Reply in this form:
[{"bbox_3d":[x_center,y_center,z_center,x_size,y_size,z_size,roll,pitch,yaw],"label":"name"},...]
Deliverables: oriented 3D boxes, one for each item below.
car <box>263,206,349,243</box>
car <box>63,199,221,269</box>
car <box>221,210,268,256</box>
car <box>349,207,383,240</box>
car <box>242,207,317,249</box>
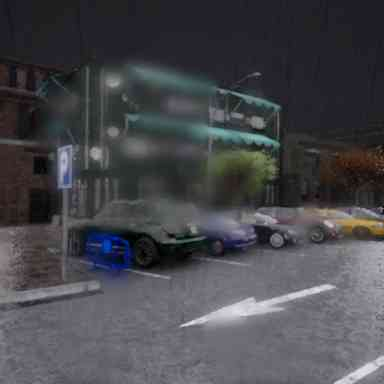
[{"bbox_3d":[5.125,1.494,16.794,4.553,1.767,2.185,-1,-2,35],"label":"car"},{"bbox_3d":[-2.114,1.283,11.645,5.566,2.045,2.435,-1,-1,35],"label":"car"},{"bbox_3d":[0.326,1.603,13.345,4.674,1.452,2.002,-1,-1,35],"label":"car"},{"bbox_3d":[7.717,1.643,18.386,5.366,1.575,1.946,-1,-1,35],"label":"car"},{"bbox_3d":[2.734,1.592,15.062,4.892,1.521,2.231,-1,-1,35],"label":"car"}]
